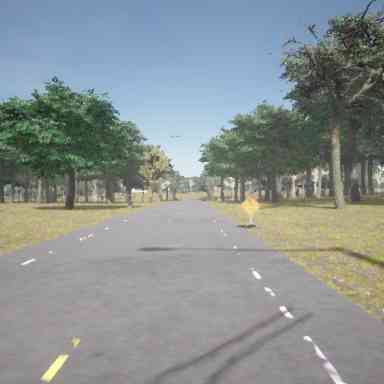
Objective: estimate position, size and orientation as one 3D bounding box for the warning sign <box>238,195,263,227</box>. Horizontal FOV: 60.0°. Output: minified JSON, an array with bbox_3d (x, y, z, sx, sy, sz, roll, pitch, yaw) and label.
[{"bbox_3d":[3.536,1.120,20.081,1.300,1.860,1.060,-1,-1,0],"label":"warning sign"}]
